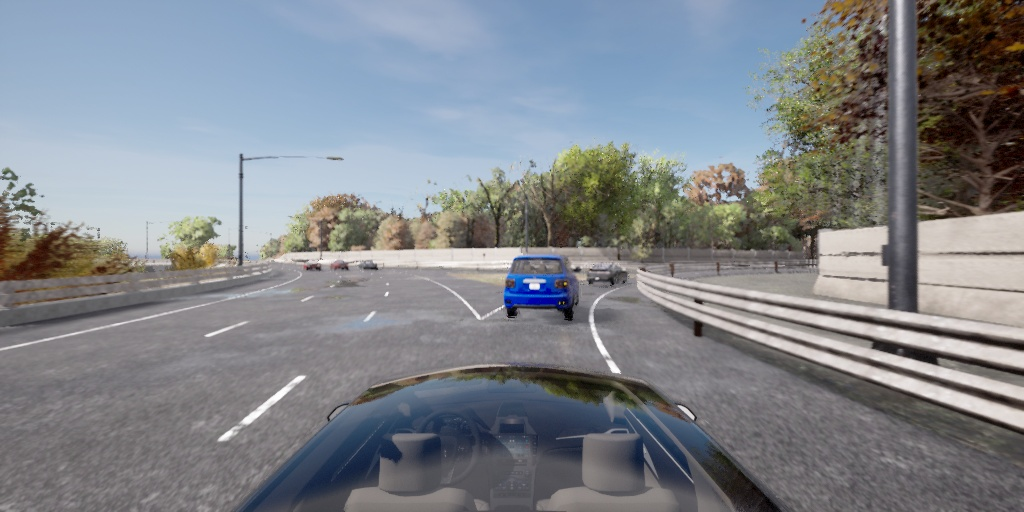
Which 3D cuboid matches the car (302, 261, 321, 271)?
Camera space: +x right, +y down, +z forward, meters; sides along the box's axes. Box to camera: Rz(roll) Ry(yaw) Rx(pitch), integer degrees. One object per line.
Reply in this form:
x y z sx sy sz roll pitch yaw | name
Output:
-27.865 1.403 49.804 1.895 1.301 4.718 0 0 -36 | car

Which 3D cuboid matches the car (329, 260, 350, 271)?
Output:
-24.810 1.333 51.492 1.812 1.442 4.674 0 -1 -36 | car

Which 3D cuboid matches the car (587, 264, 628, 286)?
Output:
6.866 1.274 25.506 2.128 1.511 4.902 0 0 32 | car

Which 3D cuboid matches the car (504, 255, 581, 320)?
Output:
1.258 0.985 13.067 2.150 2.045 5.566 0 0 13 | car

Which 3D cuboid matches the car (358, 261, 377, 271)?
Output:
-21.094 1.370 52.289 1.994 1.385 4.181 0 0 -35 | car
